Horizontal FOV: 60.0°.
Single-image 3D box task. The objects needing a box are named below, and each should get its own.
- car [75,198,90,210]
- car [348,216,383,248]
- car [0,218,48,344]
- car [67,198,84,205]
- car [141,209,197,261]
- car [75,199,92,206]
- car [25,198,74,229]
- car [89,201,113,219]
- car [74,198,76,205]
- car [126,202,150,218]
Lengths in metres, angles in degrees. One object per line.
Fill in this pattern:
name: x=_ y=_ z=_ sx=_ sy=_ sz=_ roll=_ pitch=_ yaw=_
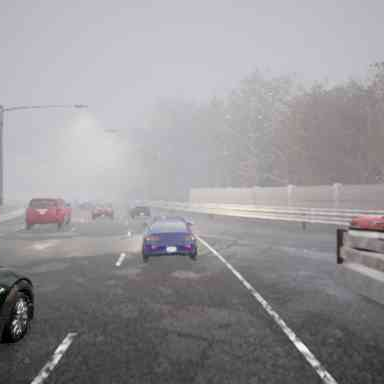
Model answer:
car: x=-16.280 y=1.894 z=50.110 sx=1.812 sy=1.442 sz=4.674 roll=0 pitch=-1 yaw=-27
car: x=8.165 y=1.302 z=11.271 sx=2.150 sy=2.045 sz=5.566 roll=0 pitch=0 yaw=-38
car: x=-3.600 y=1.381 z=3.637 sx=2.097 sy=1.767 sz=4.553 roll=0 pitch=0 yaw=-2
car: x=-24.069 y=1.884 z=68.720 sx=1.812 sy=1.442 sz=4.674 roll=0 pitch=-1 yaw=-40
car: x=-0.925 y=1.613 z=12.628 sx=1.812 sy=1.442 sz=4.674 roll=0 pitch=0 yaw=-7
car: x=-21.091 y=2.075 z=64.623 sx=1.895 sy=1.301 sz=4.718 roll=0 pitch=-1 yaw=-36
car: x=-9.828 y=1.393 z=23.046 sx=2.150 sy=2.045 sz=5.566 roll=0 pitch=0 yaw=-13
car: x=-8.711 y=1.836 z=32.100 sx=1.895 sy=1.301 sz=4.718 roll=0 pitch=0 yaw=-17
car: x=-17.020 y=1.871 z=43.894 sx=2.033 sy=1.411 sz=5.357 roll=0 pitch=0 yaw=-25
car: x=-5.291 y=1.743 z=32.770 sx=1.837 sy=1.490 sz=4.892 roll=0 pitch=-1 yaw=-17
